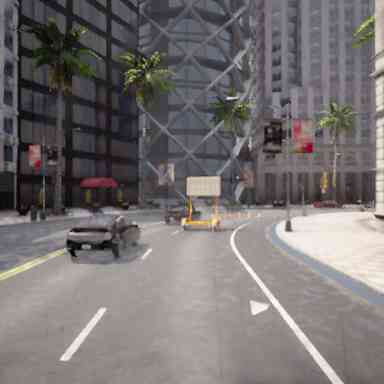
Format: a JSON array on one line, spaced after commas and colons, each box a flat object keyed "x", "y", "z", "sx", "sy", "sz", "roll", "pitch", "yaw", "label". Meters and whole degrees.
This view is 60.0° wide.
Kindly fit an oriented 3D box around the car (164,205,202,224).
[{"x": -0.661, "y": 1.804, "z": 27.573, "sx": 1.837, "sy": 1.490, "sz": 4.892, "roll": 0, "pitch": 0, "yaw": 21, "label": "car"}]

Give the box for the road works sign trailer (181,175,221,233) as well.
[{"x": 0.818, "y": 0.700, "z": 21.846, "sx": 2.380, "sy": 3.560, "sz": 2.880, "roll": 0, "pitch": -1, "yaw": 20, "label": "road works sign trailer"}]

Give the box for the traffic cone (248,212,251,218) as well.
[{"x": 5.844, "y": 2.319, "z": 33.829, "sx": 0.340, "sy": 0.580, "sz": 0.340, "roll": 0, "pitch": -1, "yaw": 20, "label": "traffic cone"}]

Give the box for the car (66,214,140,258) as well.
[{"x": -3.378, "y": 1.639, "z": 13.477, "sx": 2.128, "sy": 1.511, "sz": 4.902, "roll": 0, "pitch": 0, "yaw": 3, "label": "car"}]

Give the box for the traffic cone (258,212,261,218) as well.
[{"x": 6.781, "y": 2.315, "z": 33.480, "sx": 0.340, "sy": 0.580, "sz": 0.340, "roll": 0, "pitch": -1, "yaw": 20, "label": "traffic cone"}]

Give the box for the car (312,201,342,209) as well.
[{"x": 23.683, "y": 2.228, "z": 58.370, "sx": 4.718, "sy": 1.301, "sz": 1.895, "roll": 0, "pitch": -1, "yaw": -12, "label": "car"}]

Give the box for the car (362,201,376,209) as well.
[{"x": 30.903, "y": 2.163, "z": 55.757, "sx": 4.181, "sy": 1.385, "sz": 1.994, "roll": 0, "pitch": -1, "yaw": -3, "label": "car"}]
